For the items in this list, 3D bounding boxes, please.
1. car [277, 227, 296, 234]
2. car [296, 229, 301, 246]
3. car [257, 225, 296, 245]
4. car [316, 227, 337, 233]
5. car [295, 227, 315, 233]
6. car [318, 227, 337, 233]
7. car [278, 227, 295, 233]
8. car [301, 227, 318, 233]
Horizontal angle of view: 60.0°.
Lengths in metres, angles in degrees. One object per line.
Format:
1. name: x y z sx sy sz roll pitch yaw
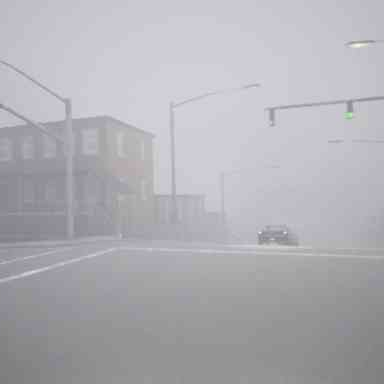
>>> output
1. car: 25.315 10.254 88.882 2.038 1.542 4.974 -1 -1 -27
2. car: 8.946 4.410 31.187 1.837 1.490 4.892 -2 -13 19
3. car: 5.461 2.802 21.588 1.895 1.301 4.718 -2 -10 20
4. car: 34.936 9.790 86.332 1.853 1.218 4.536 -1 -1 -42
5. car: 29.703 9.951 87.365 4.536 1.218 1.853 -1 -1 -17
6. car: 34.976 9.946 86.291 2.038 1.542 4.974 -1 -1 -42
7. car: 25.287 10.098 88.930 1.853 1.218 4.536 -1 -1 -27
8. car: 29.657 10.109 87.347 4.974 1.542 2.038 -1 -1 -17
